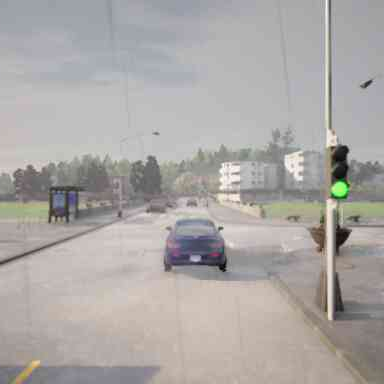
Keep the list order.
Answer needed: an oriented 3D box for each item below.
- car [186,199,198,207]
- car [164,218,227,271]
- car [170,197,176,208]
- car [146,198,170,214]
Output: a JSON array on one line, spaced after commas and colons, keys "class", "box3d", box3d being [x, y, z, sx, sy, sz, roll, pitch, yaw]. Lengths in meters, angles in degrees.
[{"class": "car", "box3d": [-0.001, 1.891, 59.188, 2.033, 1.411, 5.357, 0, 0, 0]}, {"class": "car", "box3d": [0.094, 1.590, 11.064, 1.812, 1.442, 4.674, 0, 0, 0]}, {"class": "car", "box3d": [-4.067, 1.906, 52.744, 1.895, 1.301, 4.718, 0, 0, 0]}, {"class": "car", "box3d": [-4.089, 1.577, 38.765, 2.097, 1.767, 4.553, 0, 0, 0]}]
